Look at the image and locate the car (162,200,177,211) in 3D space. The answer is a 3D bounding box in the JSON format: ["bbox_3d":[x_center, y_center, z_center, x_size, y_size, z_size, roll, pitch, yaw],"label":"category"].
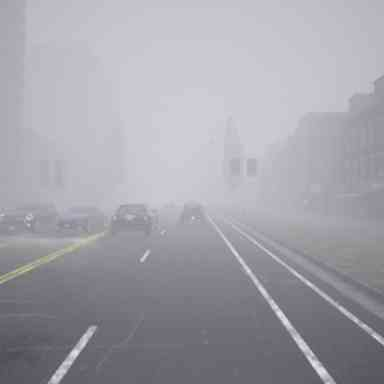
[{"bbox_3d":[-3.238,1.943,48.430,1.812,1.442,4.674,0,-1,0],"label":"car"}]

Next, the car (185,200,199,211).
[{"bbox_3d":[0.013,1.914,48.177,1.837,1.490,4.892,0,-1,0],"label":"car"}]

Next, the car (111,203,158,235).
[{"bbox_3d":[-3.185,1.393,19.148,2.097,1.767,4.553,0,0,0],"label":"car"}]

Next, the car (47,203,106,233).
[{"bbox_3d":[-6.633,1.530,20.149,1.882,1.535,5.008,0,0,0],"label":"car"}]

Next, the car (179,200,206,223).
[{"bbox_3d":[0.051,1.606,26.421,1.837,1.490,4.892,0,-1,0],"label":"car"}]

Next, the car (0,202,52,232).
[{"bbox_3d":[-9.883,1.409,20.514,2.097,1.767,4.553,0,0,0],"label":"car"}]
